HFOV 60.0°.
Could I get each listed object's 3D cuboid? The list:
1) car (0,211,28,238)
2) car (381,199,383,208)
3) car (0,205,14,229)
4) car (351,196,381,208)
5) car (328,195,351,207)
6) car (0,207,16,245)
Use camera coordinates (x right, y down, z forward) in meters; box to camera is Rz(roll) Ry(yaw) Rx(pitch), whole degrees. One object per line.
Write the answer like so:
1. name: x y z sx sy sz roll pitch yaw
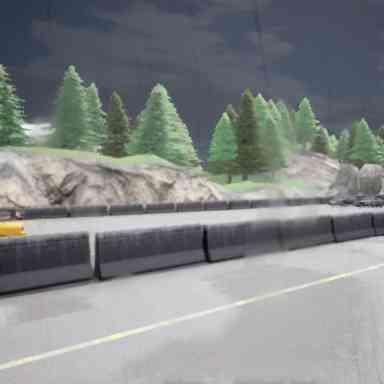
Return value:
1. car: -8.238 1.478 11.014 5.008 1.535 1.882 0 0 -36
2. car: 24.118 1.263 38.379 4.181 1.385 1.994 -1 1 -35
3. car: -13.822 1.549 19.928 5.357 1.411 2.033 0 0 -36
4. car: 22.065 1.263 41.211 4.181 1.385 1.994 -1 1 -35
5. car: 20.008 1.192 44.040 4.902 1.511 2.128 -1 1 -35
6. car: -10.279 1.478 13.858 5.008 1.535 1.882 0 0 -36
